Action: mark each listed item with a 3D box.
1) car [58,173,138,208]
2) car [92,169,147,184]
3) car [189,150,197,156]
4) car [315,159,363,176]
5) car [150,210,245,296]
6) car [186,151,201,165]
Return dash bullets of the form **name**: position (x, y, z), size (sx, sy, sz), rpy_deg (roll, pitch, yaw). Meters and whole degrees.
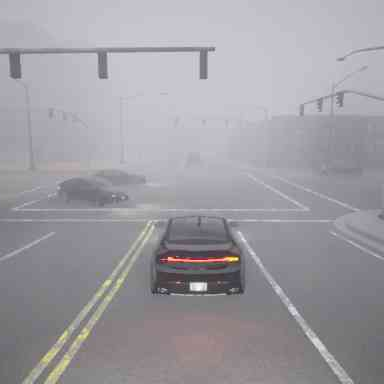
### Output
- **car**: position (-5.763, -0.092, 19.352), size (4.892, 1.490, 1.837), rpy_deg (5, 7, 32)
- **car**: position (-6.459, -1.167, 26.891), size (5.357, 1.411, 2.033), rpy_deg (-4, 9, -24)
- **car**: position (0.293, -10.452, 89.592), size (2.033, 1.411, 5.357), rpy_deg (0, 8, 0)
- **car**: position (15.670, -2.657, 35.553), size (4.553, 1.767, 2.097), rpy_deg (0, 8, 0)
- **car**: position (0.116, 1.200, 8.071), size (1.837, 1.490, 4.892), rpy_deg (0, 4, 0)
- **car**: position (0.283, -5.513, 54.023), size (2.150, 2.045, 5.566), rpy_deg (0, 8, 0)
